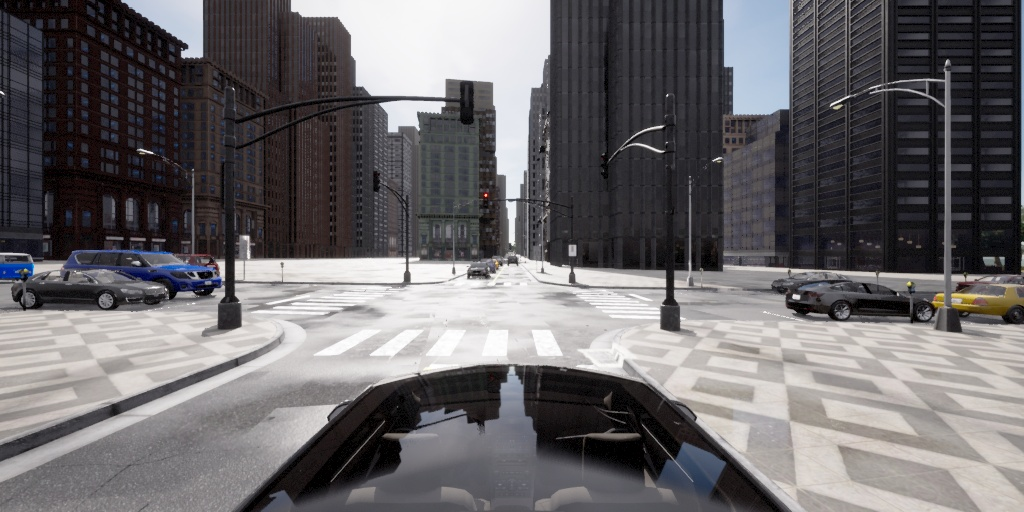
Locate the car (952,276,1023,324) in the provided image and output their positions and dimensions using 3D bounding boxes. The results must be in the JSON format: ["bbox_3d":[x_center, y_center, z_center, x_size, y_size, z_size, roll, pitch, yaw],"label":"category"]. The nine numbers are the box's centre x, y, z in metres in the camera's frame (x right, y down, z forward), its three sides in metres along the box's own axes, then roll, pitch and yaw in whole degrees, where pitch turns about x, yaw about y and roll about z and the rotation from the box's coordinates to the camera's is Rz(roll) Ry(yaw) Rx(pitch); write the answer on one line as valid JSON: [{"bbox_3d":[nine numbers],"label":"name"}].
[{"bbox_3d":[17.962,1.570,12.683,4.829,1.417,1.751,0,0,0],"label":"car"}]

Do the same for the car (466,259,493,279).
[{"bbox_3d":[-3.035,1.253,33.250,1.837,1.490,4.892,0,0,0],"label":"car"}]

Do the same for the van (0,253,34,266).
[{"bbox_3d":[-31.105,0.679,21.224,3.998,1.789,1.690,0,0,0],"label":"van"}]

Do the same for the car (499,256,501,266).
[{"bbox_3d":[-2.985,1.225,52.501,1.882,1.535,5.008,0,0,0],"label":"car"}]

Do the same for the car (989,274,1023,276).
[{"bbox_3d":[29.106,1.765,21.183,4.507,1.381,1.888,0,0,0],"label":"car"}]

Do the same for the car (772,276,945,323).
[{"bbox_3d":[12.150,1.523,12.696,4.313,1.339,1.948,0,0,0],"label":"car"}]

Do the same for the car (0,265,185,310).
[{"bbox_3d":[-14.758,1.116,12.661,4.403,1.370,2.007,0,0,0],"label":"car"}]

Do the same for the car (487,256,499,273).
[{"bbox_3d":[-3.012,1.100,42.303,2.097,1.767,4.553,0,0,0],"label":"car"}]

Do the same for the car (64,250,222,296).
[{"bbox_3d":[-15.814,0.771,15.419,5.566,2.045,2.150,1,0,0],"label":"car"}]

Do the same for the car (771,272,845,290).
[{"bbox_3d":[17.820,1.590,21.208,4.403,1.370,2.007,0,0,0],"label":"car"}]
